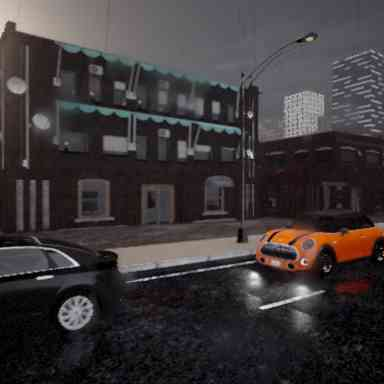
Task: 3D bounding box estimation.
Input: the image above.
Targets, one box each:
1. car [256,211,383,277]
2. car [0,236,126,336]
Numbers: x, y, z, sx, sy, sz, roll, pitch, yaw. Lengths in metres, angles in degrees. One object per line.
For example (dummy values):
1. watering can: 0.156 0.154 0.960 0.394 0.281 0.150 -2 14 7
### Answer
1. car: 4.189 1.432 10.662 4.553 1.767 2.097 1 0 -35
2. car: -3.478 1.507 5.196 4.892 1.490 1.837 1 -1 -36
